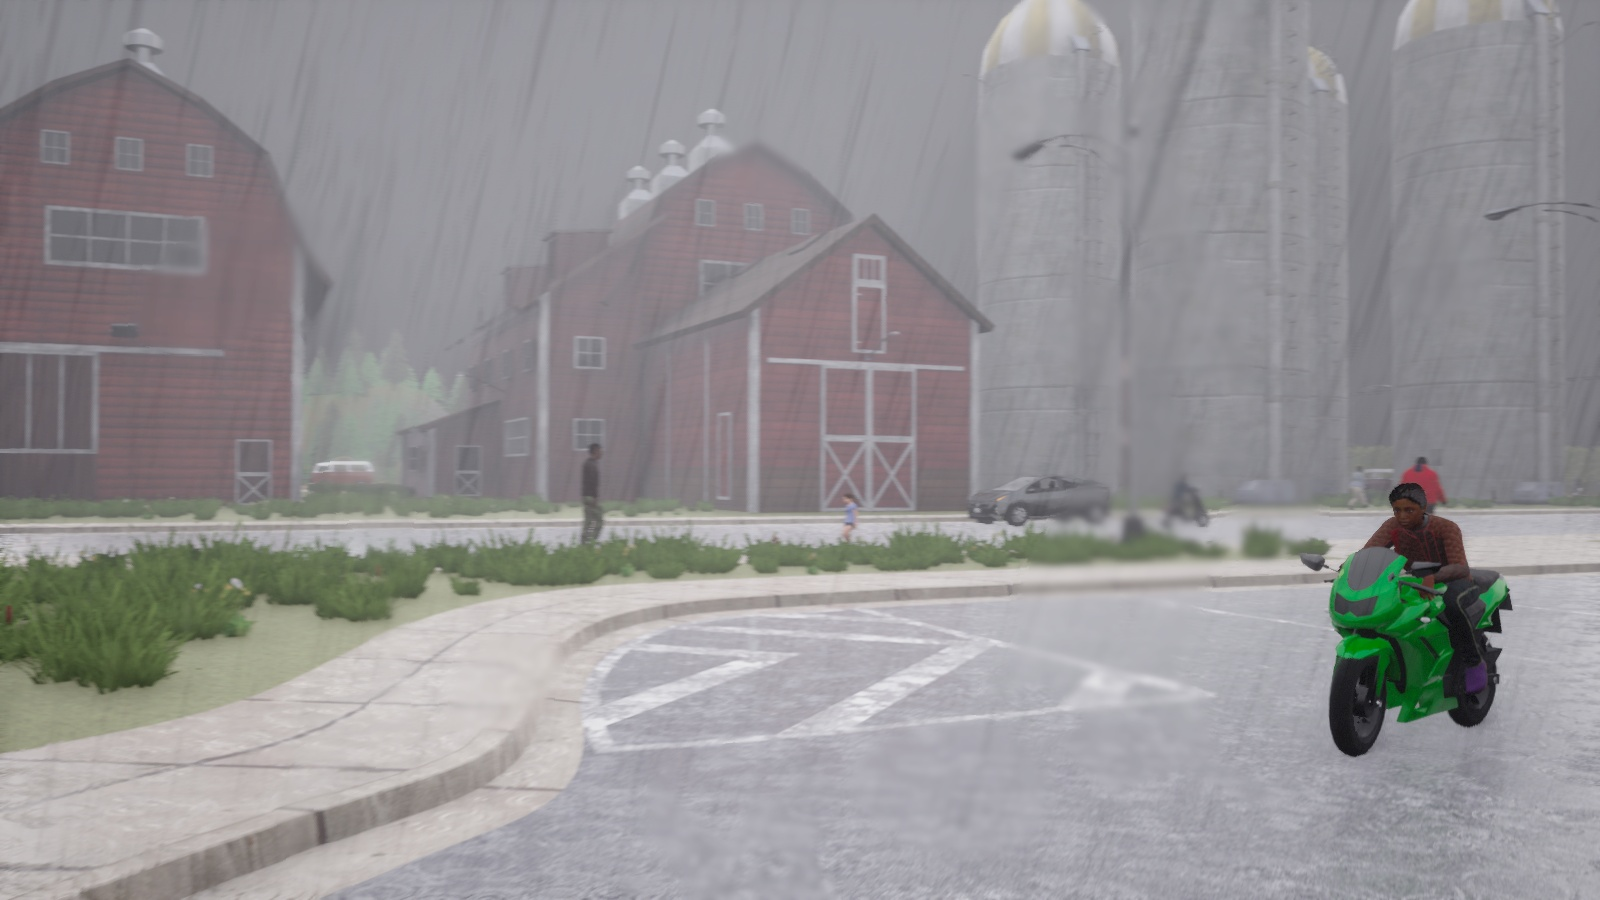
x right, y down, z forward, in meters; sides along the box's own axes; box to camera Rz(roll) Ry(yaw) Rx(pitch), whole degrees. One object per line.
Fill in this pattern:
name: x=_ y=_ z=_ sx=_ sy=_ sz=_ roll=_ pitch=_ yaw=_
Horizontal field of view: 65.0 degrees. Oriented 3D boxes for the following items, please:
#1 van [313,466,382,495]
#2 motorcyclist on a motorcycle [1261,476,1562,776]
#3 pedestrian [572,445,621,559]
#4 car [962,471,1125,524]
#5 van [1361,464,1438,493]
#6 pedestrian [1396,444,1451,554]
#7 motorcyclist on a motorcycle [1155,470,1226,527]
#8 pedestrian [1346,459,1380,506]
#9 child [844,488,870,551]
van: x=-32.184 y=2.141 z=89.249 sx=4.480 sy=2.038 sz=2.069 roll=0 pitch=-1 yaw=-24
motorcyclist on a motorcycle: x=3.628 y=0.920 z=7.373 sx=2.044 sy=1.523 sz=0.797 roll=1 pitch=-1 yaw=-39
pedestrian: x=-3.336 y=0.838 z=20.590 sx=0.703 sy=1.840 sz=0.431 roll=0 pitch=-1 yaw=-24
car: x=7.367 y=1.413 z=38.036 sx=4.514 sy=1.525 sz=2.007 roll=0 pitch=-1 yaw=-24
van: x=42.507 y=2.011 z=89.176 sx=2.069 sy=2.038 sz=4.480 roll=0 pitch=-1 yaw=-35
pedestrian: x=10.695 y=0.830 z=21.538 sx=0.634 sy=1.844 sz=0.899 roll=-1 pitch=-1 yaw=40
motorcyclist on a motorcycle: x=11.160 y=1.374 z=35.898 sx=1.817 sy=1.590 sz=0.866 roll=0 pitch=-1 yaw=-24
pedestrian: x=22.594 y=1.305 z=50.391 sx=0.900 sy=1.855 sz=0.874 roll=0 pitch=-1 yaw=-11
child: x=1.018 y=1.242 z=22.452 sx=0.394 sy=1.110 sz=0.255 roll=0 pitch=-1 yaw=-22
